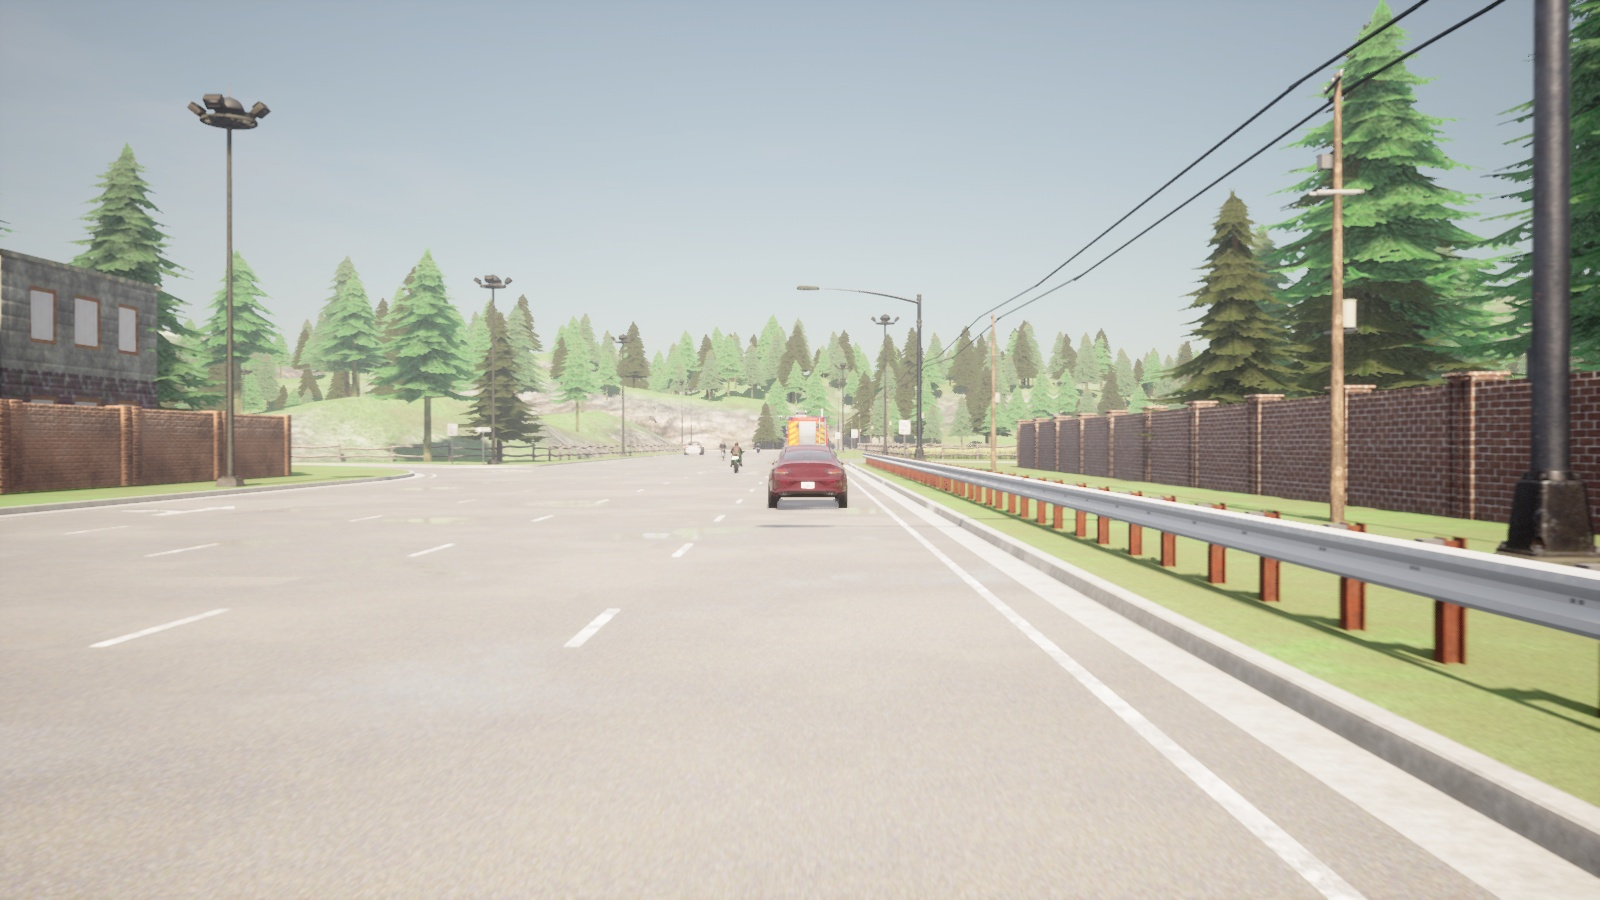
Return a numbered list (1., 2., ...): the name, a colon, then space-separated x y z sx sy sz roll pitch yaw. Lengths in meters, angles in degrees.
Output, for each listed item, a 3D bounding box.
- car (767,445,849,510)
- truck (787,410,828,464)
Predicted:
1. car: 0.188 0.602 30.214 1.812 1.442 4.674 0 0 0
2. truck: 0.552 -0.947 93.935 2.891 3.827 8.468 0 0 0
